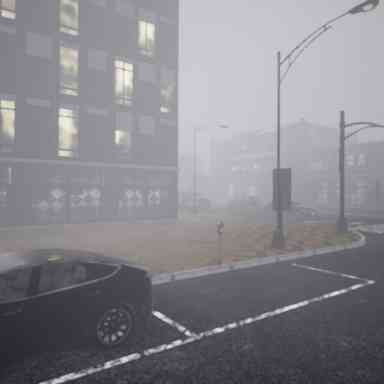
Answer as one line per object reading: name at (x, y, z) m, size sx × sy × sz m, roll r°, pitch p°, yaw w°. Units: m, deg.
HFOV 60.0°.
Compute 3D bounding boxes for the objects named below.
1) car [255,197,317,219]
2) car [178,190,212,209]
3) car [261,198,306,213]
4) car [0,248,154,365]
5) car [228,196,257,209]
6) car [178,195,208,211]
car at (7.689, 1.327, 26.762) m, size 1.812 × 1.442 × 4.674 m, roll 0°, pitch 1°, yaw -36°
car at (-0.146, 0.860, 37.398) m, size 2.150 × 2.045 × 5.566 m, roll 0°, pitch 0°, yaw -37°
car at (9.341, 1.351, 34.294) m, size 1.802 × 1.307 × 4.206 m, roll 1°, pitch 0°, yaw -36°
car at (-2.611, 1.566, 4.693) m, size 4.313 × 1.339 × 1.947 m, roll 0°, pitch 0°, yaw -36°
car at (6.054, 1.141, 38.762) m, size 1.967 × 1.590 × 4.097 m, roll 1°, pitch 0°, yaw -36°
car at (-0.696, 1.238, 33.792) m, size 1.802 × 1.307 × 4.206 m, roll 1°, pitch 0°, yaw -36°
